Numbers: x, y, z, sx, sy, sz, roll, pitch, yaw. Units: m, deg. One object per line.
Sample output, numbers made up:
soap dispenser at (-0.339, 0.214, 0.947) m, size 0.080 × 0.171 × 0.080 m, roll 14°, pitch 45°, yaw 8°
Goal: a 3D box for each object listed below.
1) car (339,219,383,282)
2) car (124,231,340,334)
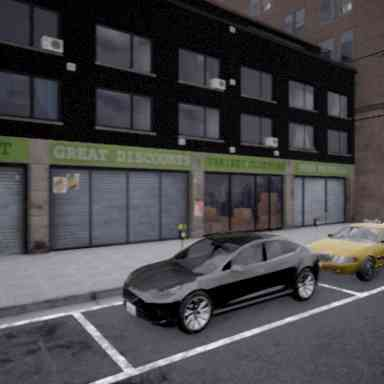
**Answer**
car at (5.104, 1.493, 9.689) m, size 4.829 × 1.417 × 1.752 m, roll 0°, pitch 0°, yaw -35°
car at (0.794, 1.541, 6.703) m, size 4.313 × 1.339 × 1.947 m, roll 0°, pitch 0°, yaw -35°
